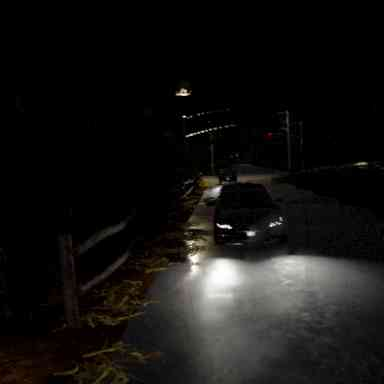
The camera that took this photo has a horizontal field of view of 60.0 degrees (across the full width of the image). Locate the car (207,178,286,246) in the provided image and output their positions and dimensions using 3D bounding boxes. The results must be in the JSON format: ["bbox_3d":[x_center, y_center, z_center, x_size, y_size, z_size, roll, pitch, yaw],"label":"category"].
[{"bbox_3d":[1.586,0.526,10.251,1.837,1.490,4.892,-3,5,5],"label":"car"}]

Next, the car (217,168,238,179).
[{"bbox_3d":[3.656,-1.705,34.390,2.128,1.511,4.902,-3,5,5],"label":"car"}]
